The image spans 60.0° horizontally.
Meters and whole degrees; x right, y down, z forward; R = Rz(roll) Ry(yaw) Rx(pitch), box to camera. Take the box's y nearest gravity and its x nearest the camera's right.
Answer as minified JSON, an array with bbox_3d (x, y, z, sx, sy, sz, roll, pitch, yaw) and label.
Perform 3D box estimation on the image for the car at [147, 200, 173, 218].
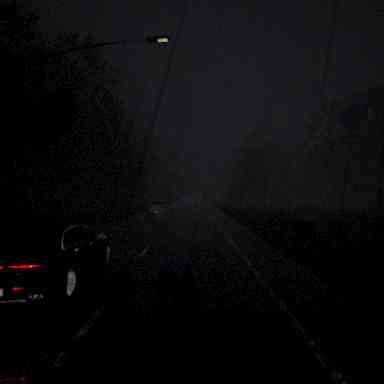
[{"bbox_3d":[-2.737,1.405,28.989,1.812,1.442,4.674,0,1,2],"label":"car"}]

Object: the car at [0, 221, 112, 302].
[{"bbox_3d":[-3.345,1.470,8.126,1.837,1.490,4.892,0,0,1],"label":"car"}]
